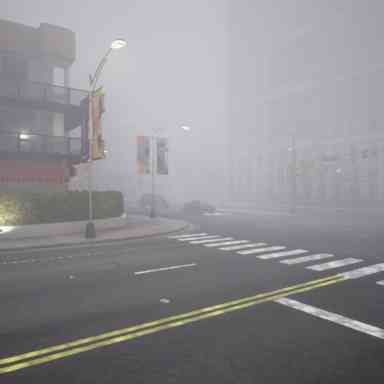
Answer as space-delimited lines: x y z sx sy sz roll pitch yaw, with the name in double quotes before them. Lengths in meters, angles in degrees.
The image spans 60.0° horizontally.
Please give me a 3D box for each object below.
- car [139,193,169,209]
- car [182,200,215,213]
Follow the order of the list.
"car" -5.237 1.219 45.321 2.150 2.045 5.566 0 0 -35
"car" 0.701 1.562 36.686 1.994 1.385 4.181 0 0 -35
